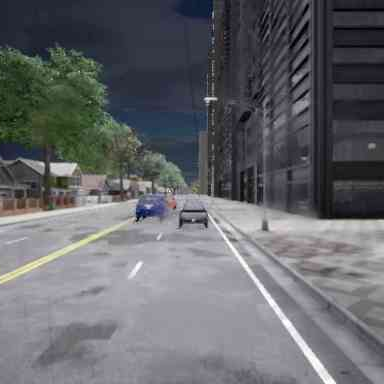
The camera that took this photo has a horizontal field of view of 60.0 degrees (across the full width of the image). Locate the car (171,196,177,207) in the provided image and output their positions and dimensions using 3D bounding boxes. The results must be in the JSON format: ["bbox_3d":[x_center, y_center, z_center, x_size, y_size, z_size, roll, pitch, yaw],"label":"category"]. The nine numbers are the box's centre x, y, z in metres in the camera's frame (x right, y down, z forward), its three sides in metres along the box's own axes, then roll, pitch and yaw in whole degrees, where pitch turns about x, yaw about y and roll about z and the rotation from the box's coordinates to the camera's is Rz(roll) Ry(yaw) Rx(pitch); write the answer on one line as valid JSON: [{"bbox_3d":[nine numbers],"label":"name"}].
[{"bbox_3d":[-3.142,1.376,45.407,2.097,1.767,4.553,0,0,0],"label":"car"}]

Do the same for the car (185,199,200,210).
[{"bbox_3d":[0.107,1.625,44.654,1.895,1.301,4.718,0,0,0],"label":"car"}]

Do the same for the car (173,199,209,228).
[{"bbox_3d":[0.105,1.496,22.362,2.128,1.511,4.902,0,0,0],"label":"car"}]

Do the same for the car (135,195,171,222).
[{"bbox_3d":[-3.145,1.229,26.775,2.150,2.045,5.566,0,0,0],"label":"car"}]
